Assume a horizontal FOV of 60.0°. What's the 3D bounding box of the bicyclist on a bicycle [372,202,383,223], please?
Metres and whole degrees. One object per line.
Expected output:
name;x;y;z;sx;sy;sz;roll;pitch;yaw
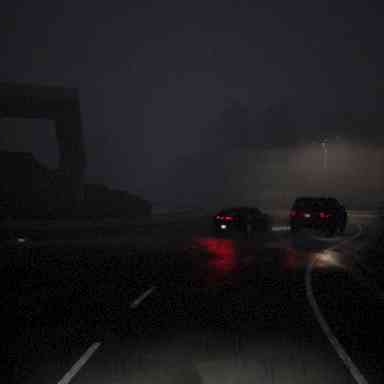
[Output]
bicyclist on a bicycle;14.715;1.581;25.506;1.656;1.620;0.582;0;0;41

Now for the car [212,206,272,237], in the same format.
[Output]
car;2.911;1.535;18.475;1.837;1.490;4.892;0;-2;34

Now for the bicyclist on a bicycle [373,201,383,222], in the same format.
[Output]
bicyclist on a bicycle;15.490;1.587;26.735;1.656;1.620;0.582;1;0;-5

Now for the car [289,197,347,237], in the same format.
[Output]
car;7.303;1.289;18.990;2.150;2.045;5.566;1;0;34
